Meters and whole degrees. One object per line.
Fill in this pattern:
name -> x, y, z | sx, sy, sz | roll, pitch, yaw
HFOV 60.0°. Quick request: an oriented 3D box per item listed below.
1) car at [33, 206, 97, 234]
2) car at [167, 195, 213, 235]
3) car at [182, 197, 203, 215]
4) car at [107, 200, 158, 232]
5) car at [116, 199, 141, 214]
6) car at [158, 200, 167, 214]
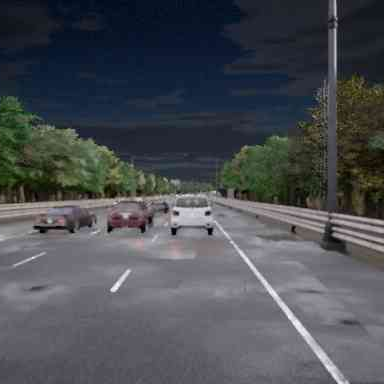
car -> -6.985, 1.492, 18.851 | 2.033, 1.411, 5.357 | 0, 0, 0
car -> 0.011, 1.167, 18.559 | 2.150, 2.045, 5.566 | 0, 0, 0
car -> 0.065, 1.404, 35.011 | 2.097, 1.767, 4.553 | 0, -1, 0
car -> -3.479, 1.301, 19.597 | 2.097, 1.767, 4.553 | 0, 0, 0
car -> -6.924, 1.590, 36.602 | 1.812, 1.442, 4.674 | 0, 0, 0
car -> -3.432, 1.550, 35.555 | 2.128, 1.511, 4.902 | 0, 0, 0
